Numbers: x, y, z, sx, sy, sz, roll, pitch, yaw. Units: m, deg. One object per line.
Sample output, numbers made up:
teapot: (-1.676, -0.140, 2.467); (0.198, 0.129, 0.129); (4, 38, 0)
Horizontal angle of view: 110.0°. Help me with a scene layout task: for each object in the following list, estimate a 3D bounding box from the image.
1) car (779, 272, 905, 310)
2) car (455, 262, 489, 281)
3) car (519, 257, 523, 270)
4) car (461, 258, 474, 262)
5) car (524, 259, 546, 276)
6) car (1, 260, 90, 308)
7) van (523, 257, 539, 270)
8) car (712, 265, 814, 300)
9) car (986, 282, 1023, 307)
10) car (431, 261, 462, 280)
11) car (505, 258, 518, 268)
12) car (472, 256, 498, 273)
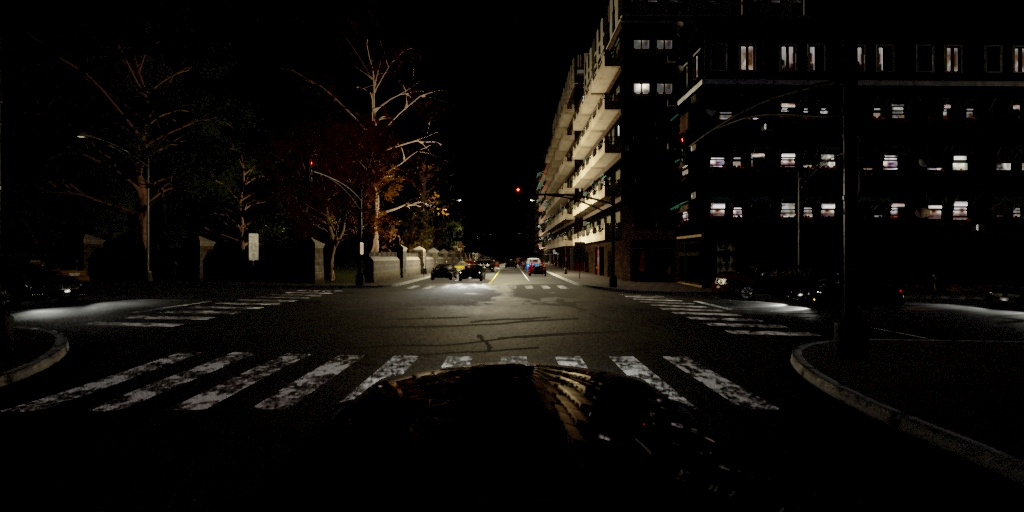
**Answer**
car: (15.116, 1.623, 16.365); (4.181, 1.385, 1.994); (1, 0, -1)
car: (-3.225, 1.364, 29.663); (1.895, 1.301, 4.718); (0, 0, 0)
car: (2.455, 1.229, 53.741); (1.967, 1.591, 4.097); (0, 0, 0)
car: (-5.872, 1.300, 42.273); (1.751, 1.417, 4.829); (0, 0, 0)
car: (2.533, 1.314, 36.850); (1.888, 1.381, 4.507); (0, 0, 0)
car: (-18.205, 0.954, 12.695); (4.892, 1.490, 1.837); (1, 0, -1)
van: (2.507, 1.115, 42.481); (1.690, 1.789, 3.998); (0, 0, 0)
car: (13.374, 1.353, 18.929); (5.009, 1.841, 2.192); (0, 0, -1)
car: (24.953, 1.764, 16.509); (4.674, 1.442, 1.812); (1, 0, -1)
car: (-5.822, 1.330, 31.181); (1.948, 1.339, 4.313); (0, 0, 0)
car: (-0.175, 1.366, 61.545); (1.994, 1.385, 4.181); (0, 0, 0)
car: (-3.293, 0.998, 44.414); (2.150, 2.045, 5.566); (0, 0, 0)
